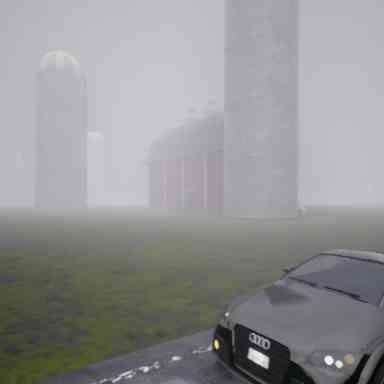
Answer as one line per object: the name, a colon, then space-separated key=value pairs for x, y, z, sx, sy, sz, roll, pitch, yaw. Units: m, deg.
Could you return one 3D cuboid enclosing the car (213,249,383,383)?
car: x=2.328 y=1.568 z=4.650 sx=4.181 sy=1.385 sz=1.994 roll=0 pitch=0 yaw=-35
